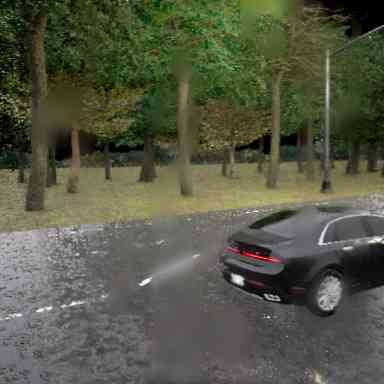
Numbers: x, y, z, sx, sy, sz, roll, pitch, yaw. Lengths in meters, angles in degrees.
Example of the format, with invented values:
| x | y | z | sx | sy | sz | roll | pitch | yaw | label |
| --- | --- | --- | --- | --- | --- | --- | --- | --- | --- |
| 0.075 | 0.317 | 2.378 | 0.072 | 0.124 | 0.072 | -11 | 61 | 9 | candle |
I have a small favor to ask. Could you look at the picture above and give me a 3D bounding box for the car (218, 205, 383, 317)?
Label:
| x | y | z | sx | sy | sz | roll | pitch | yaw | label |
| --- | --- | --- | --- | --- | --- | --- | --- | --- | --- |
| 2.816 | 1.026 | 6.403 | 4.892 | 1.490 | 1.837 | -3 | 4 | -29 | car |
